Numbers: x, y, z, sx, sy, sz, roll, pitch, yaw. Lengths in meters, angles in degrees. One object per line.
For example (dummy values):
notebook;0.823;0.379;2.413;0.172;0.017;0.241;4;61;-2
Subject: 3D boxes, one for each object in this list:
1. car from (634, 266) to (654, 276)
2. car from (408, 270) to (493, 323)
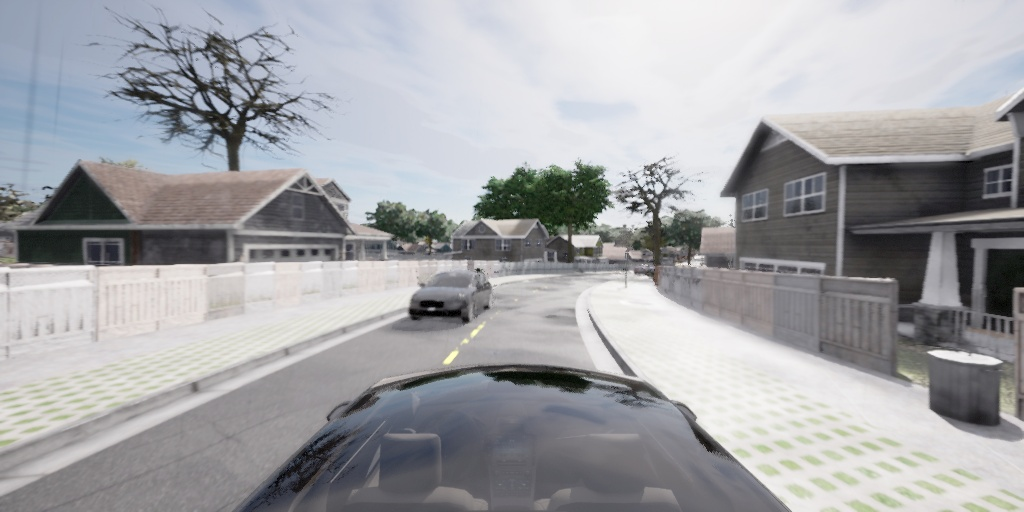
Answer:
car;20.469;2.254;56.357;2.128;1.511;4.902;2;-1;31
car;-1.885;1.261;12.323;1.837;1.490;4.892;1;-1;8
